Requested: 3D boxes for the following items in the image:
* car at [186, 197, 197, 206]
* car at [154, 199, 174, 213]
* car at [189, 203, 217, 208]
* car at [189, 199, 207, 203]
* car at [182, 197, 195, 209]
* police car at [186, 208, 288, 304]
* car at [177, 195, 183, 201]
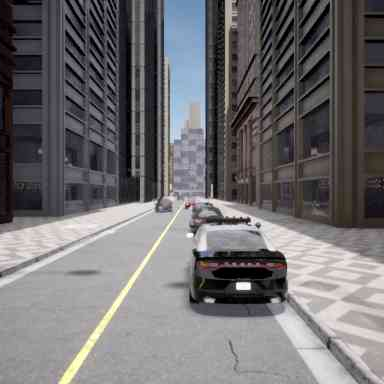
[{"bbox_3d":[-0.083,1.641,59.010,1.994,1.385,4.181,0,0,0],"label":"car"},{"bbox_3d":[-3.155,1.536,37.591,1.837,1.490,4.892,0,0,0],"label":"car"},{"bbox_3d":[0.873,1.534,18.232,1.812,1.442,4.674,0,0,0],"label":"car"},{"bbox_3d":[0.864,1.519,24.232,1.837,1.490,4.892,0,0,0],"label":"car"},{"bbox_3d":[-0.030,1.646,45.985,1.895,1.301,4.718,0,0,0],"label":"car"},{"bbox_3d":[0.887,1.427,8.342,1.930,1.638,5.238,0,0,0],"label":"police car"},{"bbox_3d":[-3.128,1.706,90.632,1.837,1.490,4.892,0,-1,0],"label":"car"}]
